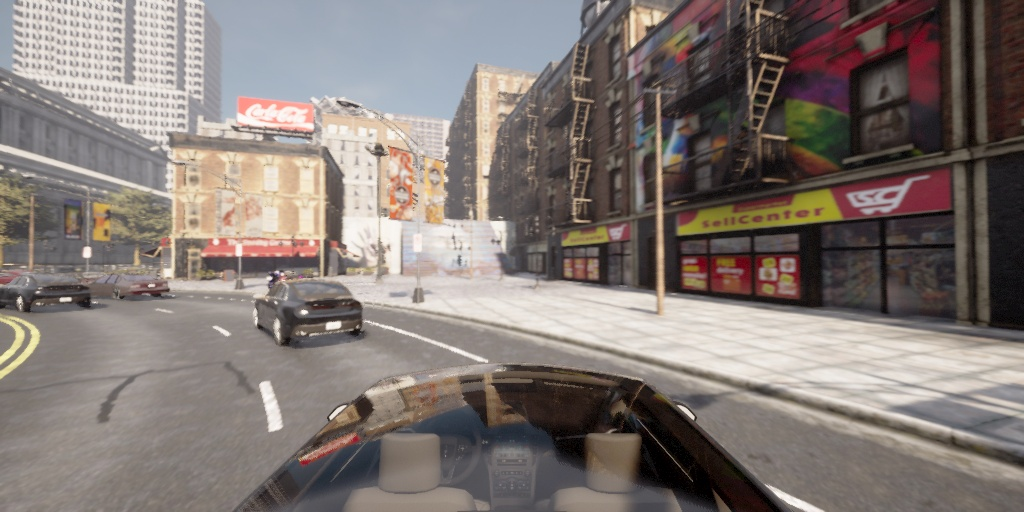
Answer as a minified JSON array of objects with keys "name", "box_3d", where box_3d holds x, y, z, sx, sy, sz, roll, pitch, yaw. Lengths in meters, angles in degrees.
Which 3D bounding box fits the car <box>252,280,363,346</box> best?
[{"name":"car","box_3d":[-5.816,1.395,10.051,1.837,1.490,4.892,1,-2,-44]}]

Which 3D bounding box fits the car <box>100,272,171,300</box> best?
[{"name":"car","box_3d":[-21.642,1.648,20.012,5.357,1.411,2.033,-1,-1,19]}]

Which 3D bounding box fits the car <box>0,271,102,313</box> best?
[{"name":"car","box_3d":[-20.439,1.542,15.630,4.892,1.490,1.837,0,-1,24]}]
